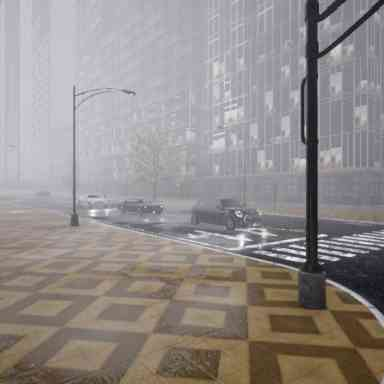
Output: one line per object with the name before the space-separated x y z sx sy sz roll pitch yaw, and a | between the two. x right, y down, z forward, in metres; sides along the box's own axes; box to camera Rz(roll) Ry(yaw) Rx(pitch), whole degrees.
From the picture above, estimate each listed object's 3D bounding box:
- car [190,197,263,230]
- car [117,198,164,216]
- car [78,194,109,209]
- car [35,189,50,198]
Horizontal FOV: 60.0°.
car | 1.906 1.104 19.216 2.097 1.767 4.553 0 1 -38
car | -4.254 1.171 27.019 1.895 1.301 4.718 0 1 -38
car | -10.501 0.910 34.966 1.812 1.442 4.674 0 1 -38
car | -28.602 0.236 63.592 1.882 1.535 5.008 0 1 -38
